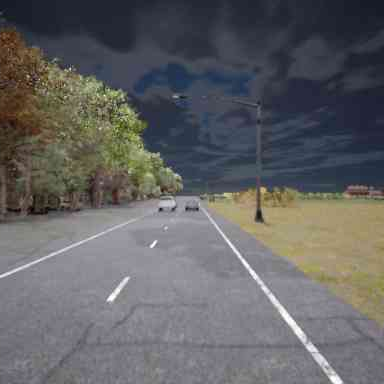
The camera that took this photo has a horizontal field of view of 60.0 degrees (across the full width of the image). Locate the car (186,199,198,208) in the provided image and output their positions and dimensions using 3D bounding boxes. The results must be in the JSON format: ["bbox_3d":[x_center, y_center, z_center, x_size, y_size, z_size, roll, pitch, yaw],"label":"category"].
[{"bbox_3d":[0.005,1.996,57.509,1.837,1.490,4.892,0,0,0],"label":"car"}]

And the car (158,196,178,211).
[{"bbox_3d":[-3.494,1.628,47.120,2.150,2.045,5.566,0,0,0],"label":"car"}]

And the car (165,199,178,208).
[{"bbox_3d":[-3.494,1.970,57.511,1.882,1.535,5.008,0,0,0],"label":"car"}]

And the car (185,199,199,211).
[{"bbox_3d":[0.005,1.973,47.470,1.994,1.385,4.181,0,0,0],"label":"car"}]
